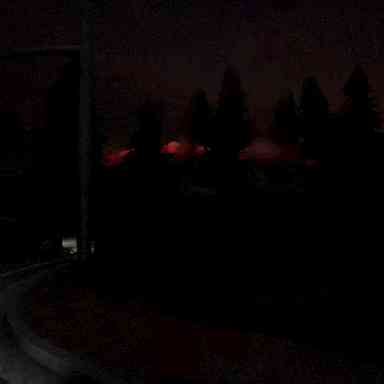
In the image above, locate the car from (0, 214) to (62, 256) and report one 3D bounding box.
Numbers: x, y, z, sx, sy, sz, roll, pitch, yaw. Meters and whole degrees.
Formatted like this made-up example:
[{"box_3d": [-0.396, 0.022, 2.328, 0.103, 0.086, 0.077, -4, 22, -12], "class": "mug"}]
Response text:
[{"box_3d": [-6.483, 1.390, 10.342, 1.837, 1.490, 4.892, 1, 0, 36], "class": "car"}]
